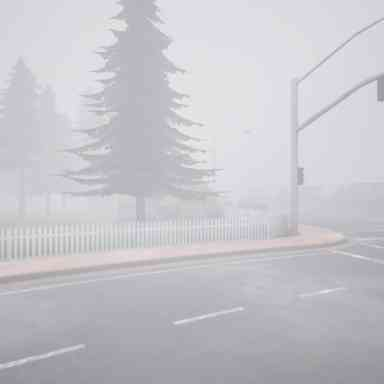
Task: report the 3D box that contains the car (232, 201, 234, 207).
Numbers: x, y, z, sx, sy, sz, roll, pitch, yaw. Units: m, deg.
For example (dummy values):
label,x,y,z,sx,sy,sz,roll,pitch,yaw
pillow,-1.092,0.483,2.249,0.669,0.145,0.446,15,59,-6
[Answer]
label,x,y,z,sx,sy,sz,roll,pitch,yaw
car,3.339,1.276,42.017,2.150,2.045,5.566,0,0,-18

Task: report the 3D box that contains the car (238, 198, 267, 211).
label,x,y,z,sx,sy,sz,roll,pitch,yaw
car,7.384,1.533,40.912,1.882,1.535,5.008,0,0,-18
